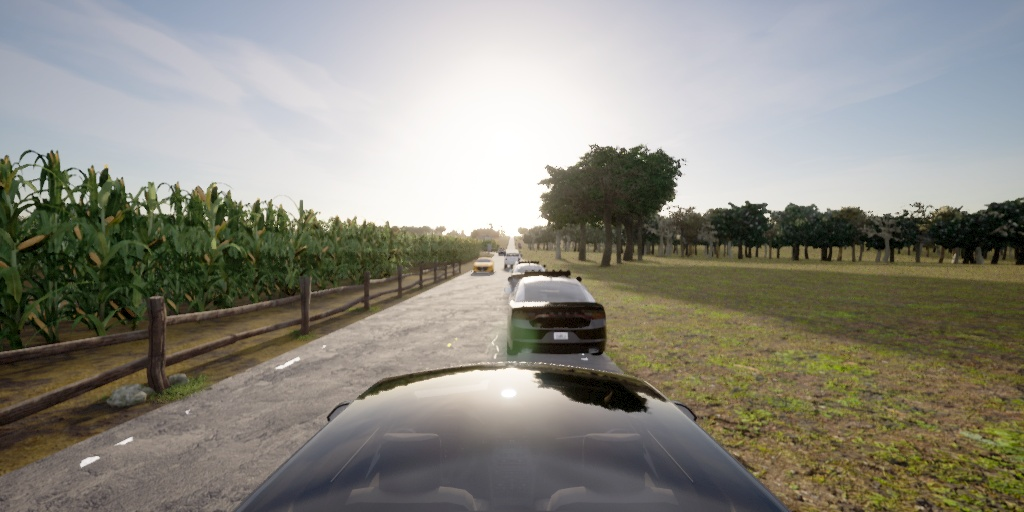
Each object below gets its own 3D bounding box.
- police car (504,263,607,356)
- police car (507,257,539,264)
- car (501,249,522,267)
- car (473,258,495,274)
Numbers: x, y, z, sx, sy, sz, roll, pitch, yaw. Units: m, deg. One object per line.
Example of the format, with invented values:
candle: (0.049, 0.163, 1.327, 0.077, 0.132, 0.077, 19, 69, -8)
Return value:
police car: (0.843, 1.149, 8.720, 1.930, 1.638, 5.238, 0, 0, 0)
police car: (0.865, 1.077, 18.721, 1.930, 1.638, 5.238, 0, 1, 0)
car: (0.128, 0.495, 46.054, 2.150, 2.045, 5.566, 0, 1, 1)
car: (-2.770, 0.932, 36.049, 1.882, 1.535, 5.008, 0, 1, 0)
